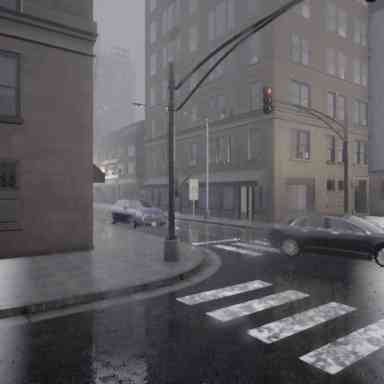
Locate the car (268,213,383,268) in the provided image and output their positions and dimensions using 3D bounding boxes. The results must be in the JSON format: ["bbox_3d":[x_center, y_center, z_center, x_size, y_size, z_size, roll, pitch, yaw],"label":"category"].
[{"bbox_3d":[4.993,1.486,11.158,4.892,1.490,1.837,0,0,38],"label":"car"}]

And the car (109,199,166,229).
[{"bbox_3d":[-3.482,1.252,20.960,2.097,1.767,4.553,0,0,-36],"label":"car"}]
